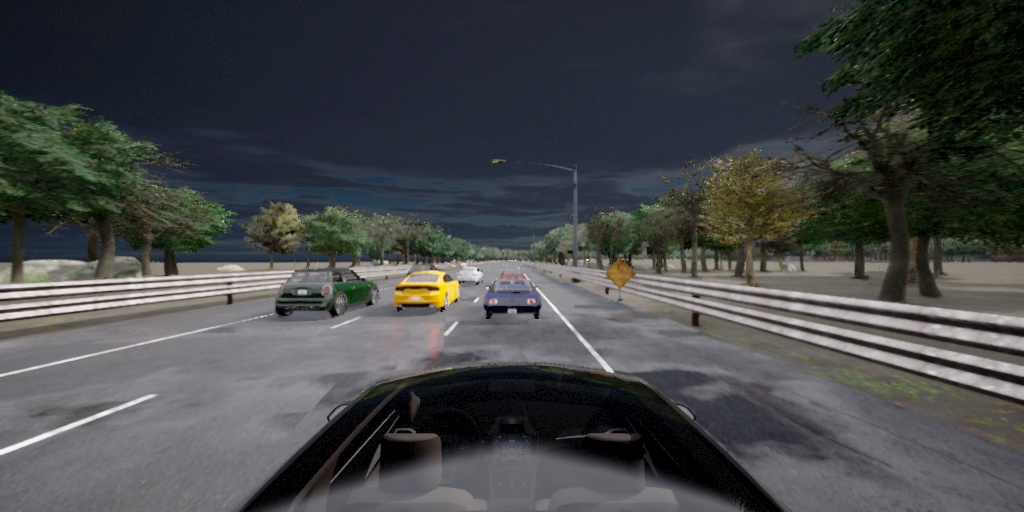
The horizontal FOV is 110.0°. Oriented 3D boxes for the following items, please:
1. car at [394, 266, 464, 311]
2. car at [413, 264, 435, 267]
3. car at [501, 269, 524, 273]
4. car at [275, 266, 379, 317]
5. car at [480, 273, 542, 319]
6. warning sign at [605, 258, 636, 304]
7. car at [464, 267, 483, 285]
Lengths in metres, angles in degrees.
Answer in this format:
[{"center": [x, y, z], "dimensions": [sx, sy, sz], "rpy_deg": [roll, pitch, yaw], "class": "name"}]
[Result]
[{"center": [-3.450, 1.385, 15.321], "dimensions": [1.882, 1.535, 5.008], "rpy_deg": [0, 0, 0], "class": "car"}, {"center": [-6.962, 1.422, 29.076], "dimensions": [2.097, 1.767, 4.553], "rpy_deg": [0, -1, 1], "class": "car"}, {"center": [0.032, 1.665, 28.543], "dimensions": [1.895, 1.301, 4.718], "rpy_deg": [0, -1, 1], "class": "car"}, {"center": [-6.959, 1.244, 14.062], "dimensions": [2.097, 1.767, 4.553], "rpy_deg": [0, -1, 1], "class": "car"}, {"center": [0.034, 1.488, 13.541], "dimensions": [1.895, 1.301, 4.718], "rpy_deg": [0, -1, 1], "class": "car"}, {"center": [4.548, 1.021, 15.108], "dimensions": [1.300, 1.860, 1.060], "rpy_deg": [0, 0, 0], "class": "warning sign"}, {"center": [-3.456, 1.605, 29.815], "dimensions": [1.812, 1.442, 4.674], "rpy_deg": [0, 0, 1], "class": "car"}]
